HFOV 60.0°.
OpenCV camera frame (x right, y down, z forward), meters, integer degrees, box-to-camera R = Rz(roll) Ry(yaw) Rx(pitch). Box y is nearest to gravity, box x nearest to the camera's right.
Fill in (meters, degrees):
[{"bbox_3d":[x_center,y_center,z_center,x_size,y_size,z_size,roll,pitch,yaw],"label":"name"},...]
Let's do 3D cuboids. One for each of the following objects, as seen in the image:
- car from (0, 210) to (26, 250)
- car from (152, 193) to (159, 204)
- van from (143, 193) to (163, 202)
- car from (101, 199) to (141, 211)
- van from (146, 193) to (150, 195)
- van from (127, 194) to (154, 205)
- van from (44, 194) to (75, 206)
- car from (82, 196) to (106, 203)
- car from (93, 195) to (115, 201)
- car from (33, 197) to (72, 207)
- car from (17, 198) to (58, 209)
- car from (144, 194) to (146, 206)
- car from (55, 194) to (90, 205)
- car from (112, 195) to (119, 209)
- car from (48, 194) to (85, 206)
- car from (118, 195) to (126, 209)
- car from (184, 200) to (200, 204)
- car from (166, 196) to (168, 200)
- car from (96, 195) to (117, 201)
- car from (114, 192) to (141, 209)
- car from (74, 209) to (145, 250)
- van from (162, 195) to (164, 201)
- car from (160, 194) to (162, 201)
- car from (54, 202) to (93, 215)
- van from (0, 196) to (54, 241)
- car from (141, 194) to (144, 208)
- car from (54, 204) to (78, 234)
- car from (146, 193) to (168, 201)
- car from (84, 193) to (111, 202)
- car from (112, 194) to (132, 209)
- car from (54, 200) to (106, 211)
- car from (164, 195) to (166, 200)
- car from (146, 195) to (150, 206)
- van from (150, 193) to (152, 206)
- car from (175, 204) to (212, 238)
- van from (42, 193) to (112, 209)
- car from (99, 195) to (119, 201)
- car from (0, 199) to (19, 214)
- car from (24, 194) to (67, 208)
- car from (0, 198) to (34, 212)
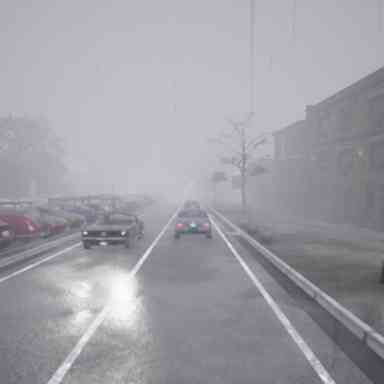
[{"bbox_3d":[-8.937,1.529,11.810,4.792,1.488,2.163,0,0,0],"label":"car"},{"bbox_3d":[-9.040,1.332,56.664,5.566,2.045,2.435,0,0,0],"label":"car"},{"bbox_3d":[-9.265,1.300,79.097,4.442,1.987,1.878,0,0,0],"label":"van"},{"bbox_3d":[-9.015,1.597,42.646,4.674,1.452,2.002,0,0,0],"label":"car"},{"bbox_3d":[-9.165,1.348,51.056,4.442,1.987,1.878,0,0,0],"label":"van"},{"bbox_3d":[-9.195,1.363,59.464,4.442,1.987,1.878,0,0,0],"label":"van"},{"bbox_3d":[-22.262,1.390,56.052,4.442,1.987,1.878,0,0,0],"label":"van"},{"bbox_3d":[-22.208,1.580,75.491,4.892,1.521,2.231,0,0,0],"label":"car"},{"bbox_3d":[-22.249,1.529,83.816,5.008,1.535,2.097,0,0,0],"label":"car"},{"bbox_3d":[-22.321,1.608,53.277,5.366,1.575,1.946,0,0,0],"label":"car"},{"bbox_3d":[-22.087,1.629,47.726,4.792,1.488,2.163,0,0,0],"label":"car"},{"bbox_3d":[-9.059,1.437,45.450,4.553,1.767,2.185,0,0,0],"label":"car"},{"bbox_3d":[-22.137,1.369,61.606,5.566,2.045,2.435,0,0,0],"label":"car"},{"bbox_3d":[-9.000,1.405,28.630,4.553,1.767,2.185,0,0,0],"label":"car"},{"bbox_3d":[-22.184,1.369,58.829,5.566,2.045,2.435,0,0,0],"label":"car"},{"bbox_3d":[-8.947,1.410,31.434,4.553,1.767,2.185,0,0,0],"label":"car"},{"bbox_3d":[0.008,1.616,40.275,1.994,1.385,4.181,0,0,0],"label":"car"},{"bbox_3d":[-8.982,1.488,84.705,5.366,1.575,1.946,0,0,0],"label":"car"},{"bbox_3d":[-22.260,1.514,86.592,4.892,1.521,2.231,0,0,0],"label":"car"},{"bbox_3d":[-8.970,1.295,37.041,5.566,2.045,2.435,0,0,0],"label":"car"},{"bbox_3d":[-3.282,1.619,14.562,1.895,1.301,4.718,0,0,0],"label":"car"},{"bbox_3d":[-9.011,1.331,73.487,4.442,1.987,1.878,0,0,0],"label":"van"},{"bbox_3d":[-9.136,1.611,67.883,4.792,1.488,2.163,0,0,0],"label":"car"},{"bbox_3d":[-8.909,1.544,20.221,4.792,1.488,2.163,0,0,0],"label":"car"},{"bbox_3d":[-8.802,1.278,14.615,4.442,1.987,1.878,0,0,0],"label":"van"},{"bbox_3d":[-8.980,1.301,39.844,5.566,2.045,2.435,0,0,0],"label":"car"},{"bbox_3d":[-8.899,1.539,17.417,4.792,1.488,2.163,0,0,0],"label":"car"},{"bbox_3d":[-9.150,1.224,87.507,5.566,2.045,2.435,0,0,0],"label":"car"},{"bbox_3d":[-22.196,1.311,78.263,5.566,2.045,2.435,0,0,0],"label":"car"},{"bbox_3d":[-8.957,1.416,34.237,4.553,1.767,2.185,0,0,0],"label":"car"},{"bbox_3d":[-8.943,1.520,23.024,5.008,1.535,2.097,0,0,0],"label":"car"},{"bbox_3d":[-9.132,1.542,76.295,5.008,1.535,2.097,0,0,0],"label":"car"},{"bbox_3d":[-9.031,1.569,48.253,4.892,1.521,2.231,0,0,0],"label":"car"},{"bbox_3d":[-9.175,1.353,53.860,4.442,1.987,1.878,0,0,0],"label":"van"},{"bbox_3d":[0.051,1.563,17.603,2.033,1.411,5.357,0,0,0],"label":"car"},{"bbox_3d":[-8.842,1.299,25.828,4.442,1.987,1.878,0,0,0],"label":"van"},{"bbox_3d":[-22.293,1.526,89.367,4.792,1.488,2.163,0,0,0],"label":"car"},{"bbox_3d":[-22.082,1.580,36.622,4.892,1.521,2.231,0,0,0],"label":"car"},{"bbox_3d":[-22.155,1.354,50.502,5.566,2.045,2.435,0,0,0],"label":"car"},{"bbox_3d":[-21.901,1.581,39.399,5.366,1.575,1.946,0,0,0],"label":"car"}]
